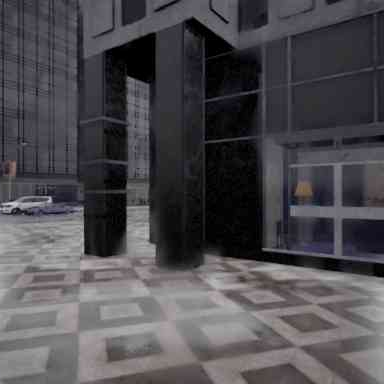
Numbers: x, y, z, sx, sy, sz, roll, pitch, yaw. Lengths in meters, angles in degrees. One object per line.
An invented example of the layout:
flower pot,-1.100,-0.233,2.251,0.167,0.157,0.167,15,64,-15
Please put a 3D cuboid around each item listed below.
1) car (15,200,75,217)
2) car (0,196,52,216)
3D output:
car,-14.877,1.817,34.512,2.033,1.411,5.357,0,-1,36
car,-17.760,1.495,36.051,2.150,2.045,5.566,0,-1,36
